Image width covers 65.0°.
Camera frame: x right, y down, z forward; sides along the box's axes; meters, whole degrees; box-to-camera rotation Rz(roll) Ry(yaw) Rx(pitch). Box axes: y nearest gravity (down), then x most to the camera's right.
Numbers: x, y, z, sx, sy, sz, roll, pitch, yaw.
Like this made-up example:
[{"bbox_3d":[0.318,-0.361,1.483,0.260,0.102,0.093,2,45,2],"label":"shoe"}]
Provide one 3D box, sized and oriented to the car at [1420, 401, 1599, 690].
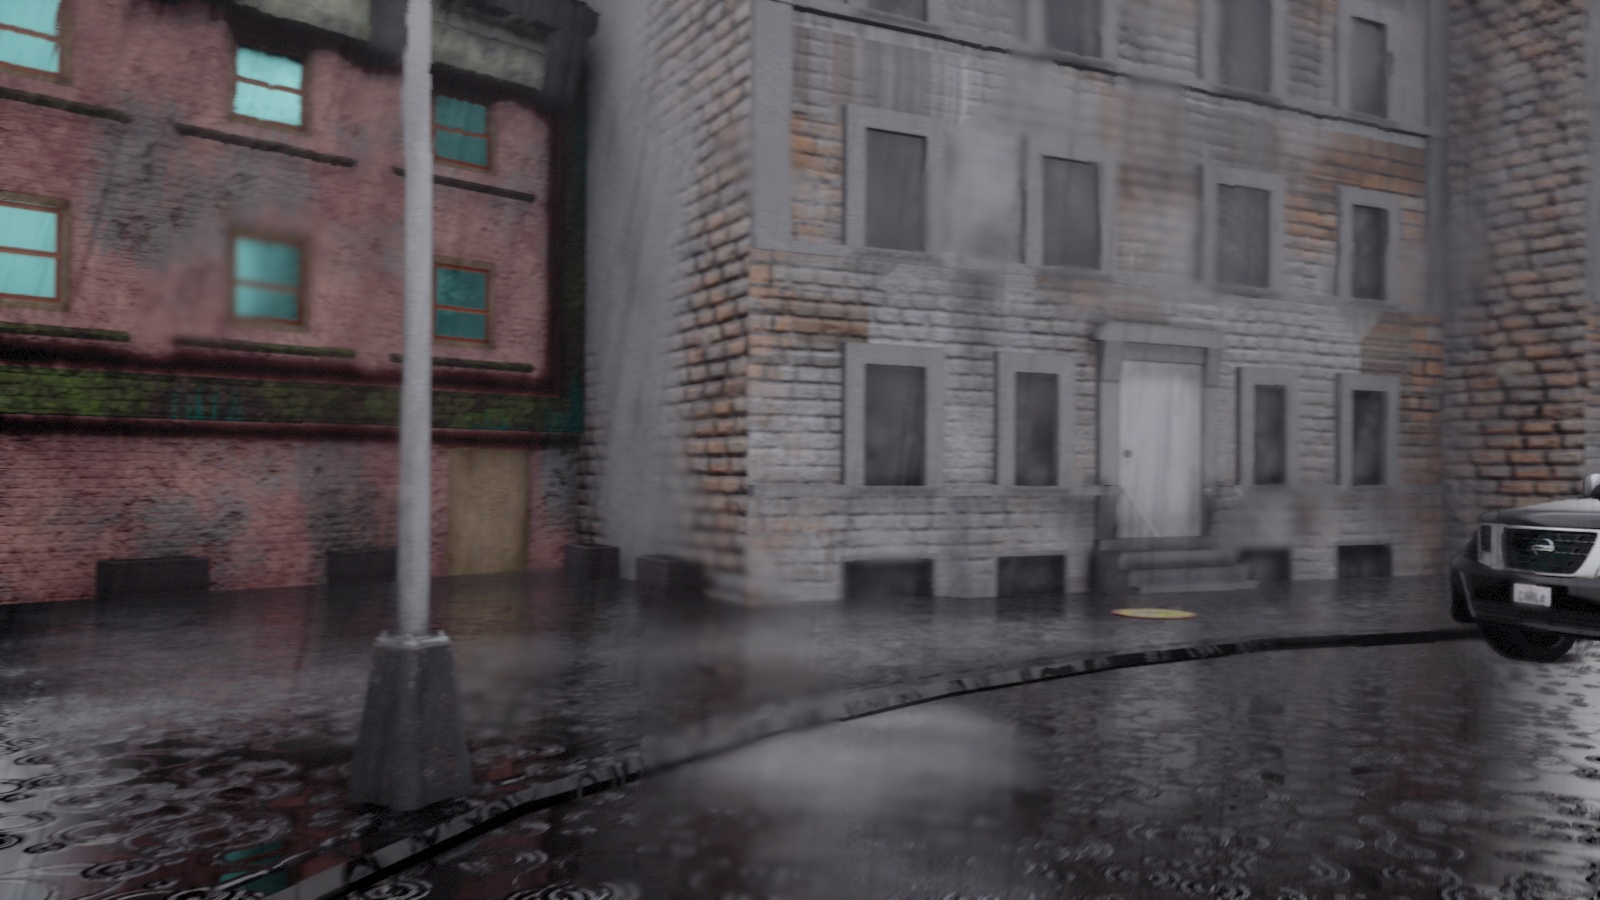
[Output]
[{"bbox_3d":[8.126,0.695,10.259,5.566,2.045,2.150,0,-1,-18],"label":"car"}]
